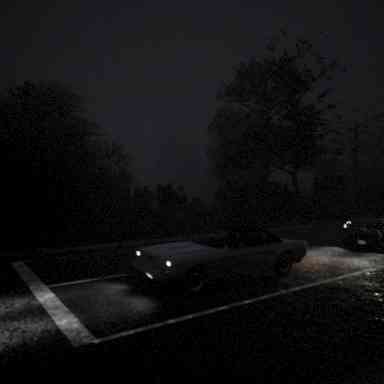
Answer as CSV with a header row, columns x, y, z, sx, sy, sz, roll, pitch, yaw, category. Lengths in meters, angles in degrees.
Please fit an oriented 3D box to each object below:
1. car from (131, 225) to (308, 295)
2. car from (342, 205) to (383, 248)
x,y,z,sx,sy,sz,roll,pitch,yaw,category
0.862,1.586,8.806,4.718,1.301,1.895,0,0,-35,car
8.289,1.319,13.836,4.553,1.767,2.097,0,0,-34,car
